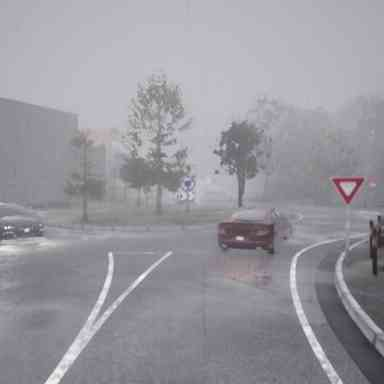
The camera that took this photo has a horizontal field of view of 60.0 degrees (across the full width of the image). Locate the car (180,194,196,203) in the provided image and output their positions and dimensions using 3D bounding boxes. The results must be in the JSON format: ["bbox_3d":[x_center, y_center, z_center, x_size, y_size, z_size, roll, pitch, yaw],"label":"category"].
[{"bbox_3d":[-0.789,0.901,49.959,1.895,1.301,4.718,0,1,-5],"label":"car"}]

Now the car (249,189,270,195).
[{"bbox_3d":[19.084,0.170,92.234,4.553,1.767,2.185,0,1,0],"label":"car"}]

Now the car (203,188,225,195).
[{"bbox_3d":[6.570,0.024,95.087,5.566,2.045,2.435,0,1,1],"label":"car"}]

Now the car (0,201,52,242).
[{"bbox_3d":[-8.639,1.318,15.477,4.892,1.490,1.837,1,2,42],"label":"car"}]

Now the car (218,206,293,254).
[{"bbox_3d":[2.568,1.290,12.909,1.882,1.535,5.008,0,1,24],"label":"car"}]

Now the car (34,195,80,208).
[{"bbox_3d":[-13.843,0.991,33.408,2.033,1.411,5.357,0,1,28],"label":"car"}]

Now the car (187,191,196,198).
[{"bbox_3d":[-0.088,0.573,78.392,2.033,1.411,5.357,0,1,1],"label":"car"}]
